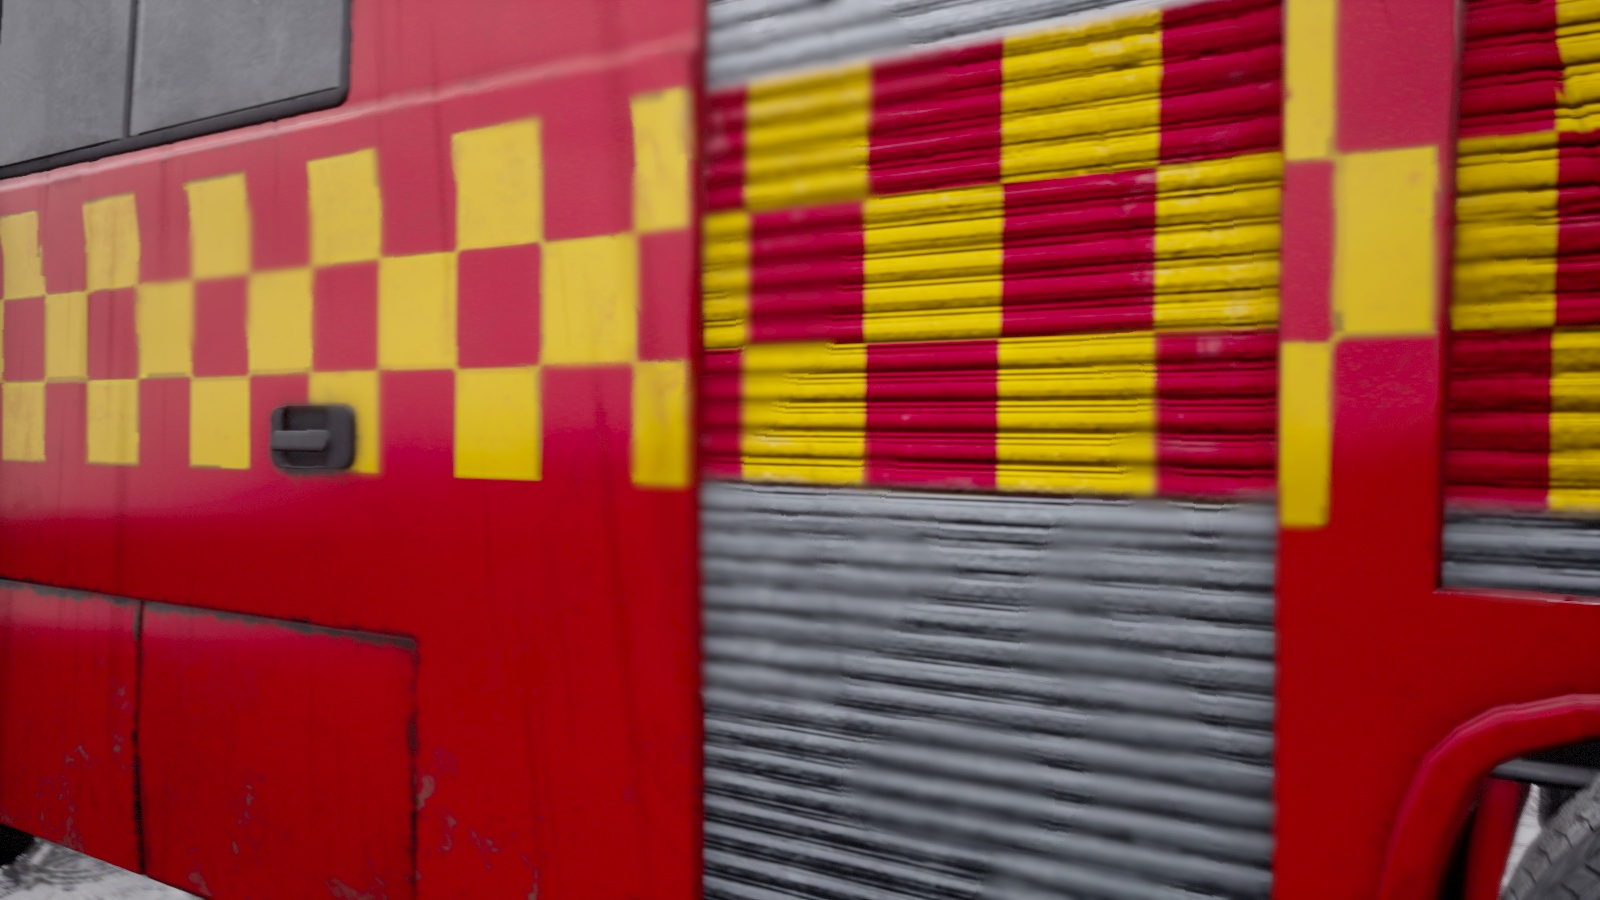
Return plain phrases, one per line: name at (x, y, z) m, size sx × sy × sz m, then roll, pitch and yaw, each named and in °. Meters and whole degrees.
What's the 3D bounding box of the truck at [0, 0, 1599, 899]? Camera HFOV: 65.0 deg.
truck at (-0.474, -0.464, 3.916) m, size 8.468 × 3.827 × 2.891 m, roll 0°, pitch 1°, yaw 34°
